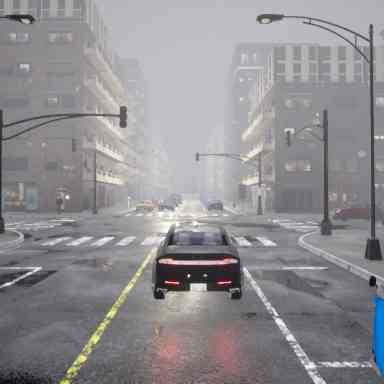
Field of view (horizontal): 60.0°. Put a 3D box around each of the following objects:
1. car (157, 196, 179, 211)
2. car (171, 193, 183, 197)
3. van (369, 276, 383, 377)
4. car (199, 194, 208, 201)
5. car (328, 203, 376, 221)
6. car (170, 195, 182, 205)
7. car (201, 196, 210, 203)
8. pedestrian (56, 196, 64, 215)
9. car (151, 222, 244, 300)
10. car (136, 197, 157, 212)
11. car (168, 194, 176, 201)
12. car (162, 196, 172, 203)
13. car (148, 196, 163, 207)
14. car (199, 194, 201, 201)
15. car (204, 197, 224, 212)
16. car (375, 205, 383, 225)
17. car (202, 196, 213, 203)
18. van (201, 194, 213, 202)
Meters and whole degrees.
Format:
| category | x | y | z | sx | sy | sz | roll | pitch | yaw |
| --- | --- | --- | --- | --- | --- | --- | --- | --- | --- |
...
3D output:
| category | x | y | z | sx | sy | sz | roll | pitch | yaw |
| --- | --- | --- | --- | --- | --- | --- | --- | --- | --- |
| car | -3.013 | 1.563 | 40.843 | 2.033 | 1.411 | 5.357 | 0 | 0 | 0 |
| car | -2.930 | 1.247 | 61.484 | 2.150 | 2.045 | 5.566 | 0 | 0 | 1 |
| van | 2.678 | 1.342 | 1.900 | 1.690 | 1.788 | 3.998 | 1 | 0 | 0 |
| car | 2.891 | 1.355 | 84.987 | 2.192 | 1.841 | 5.009 | 1 | 0 | 0 |
| car | 13.702 | 1.609 | 28.008 | 4.097 | 1.590 | 1.967 | 0 | -1 | 1 |
| car | -2.984 | 1.546 | 50.747 | 1.812 | 1.442 | 4.674 | 0 | 0 | 0 |
| car | 2.862 | 1.615 | 73.702 | 1.802 | 1.307 | 4.206 | 1 | 0 | 0 |
| pedestrian | -12.471 | 1.218 | 31.322 | 0.375 | 1.860 | 0.375 | 0 | -1 | 1 |
| car | 0.119 | 1.494 | 8.389 | 2.128 | 1.511 | 4.902 | 0 | 0 | 0 |
| car | -5.590 | 1.541 | 39.695 | 1.752 | 1.417 | 4.829 | 1 | 0 | 0 |
| car | -5.479 | 1.484 | 90.649 | 1.967 | 1.590 | 4.097 | 1 | 0 | 0 |
| car | -5.517 | 1.578 | 73.721 | 1.887 | 1.381 | 4.507 | 1 | 0 | 0 |
| car | -5.565 | 1.461 | 51.150 | 1.967 | 1.590 | 4.097 | 1 | 0 | 0 |
| car | 2.851 | 1.555 | 68.230 | 1.752 | 1.417 | 4.829 | 1 | 0 | 0 |
| car | 2.789 | 1.581 | 39.847 | 1.947 | 1.339 | 4.313 | 1 | 0 | 0 |
| car | 13.581 | 1.584 | 19.627 | 4.313 | 1.339 | 1.947 | 0 | -1 | 1 |
| car | 2.801 | 1.569 | 45.490 | 2.008 | 1.369 | 4.403 | 1 | 0 | 0 |
| van | 2.829 | 1.365 | 56.774 | 1.690 | 1.788 | 3.998 | 1 | 0 | 0 |
